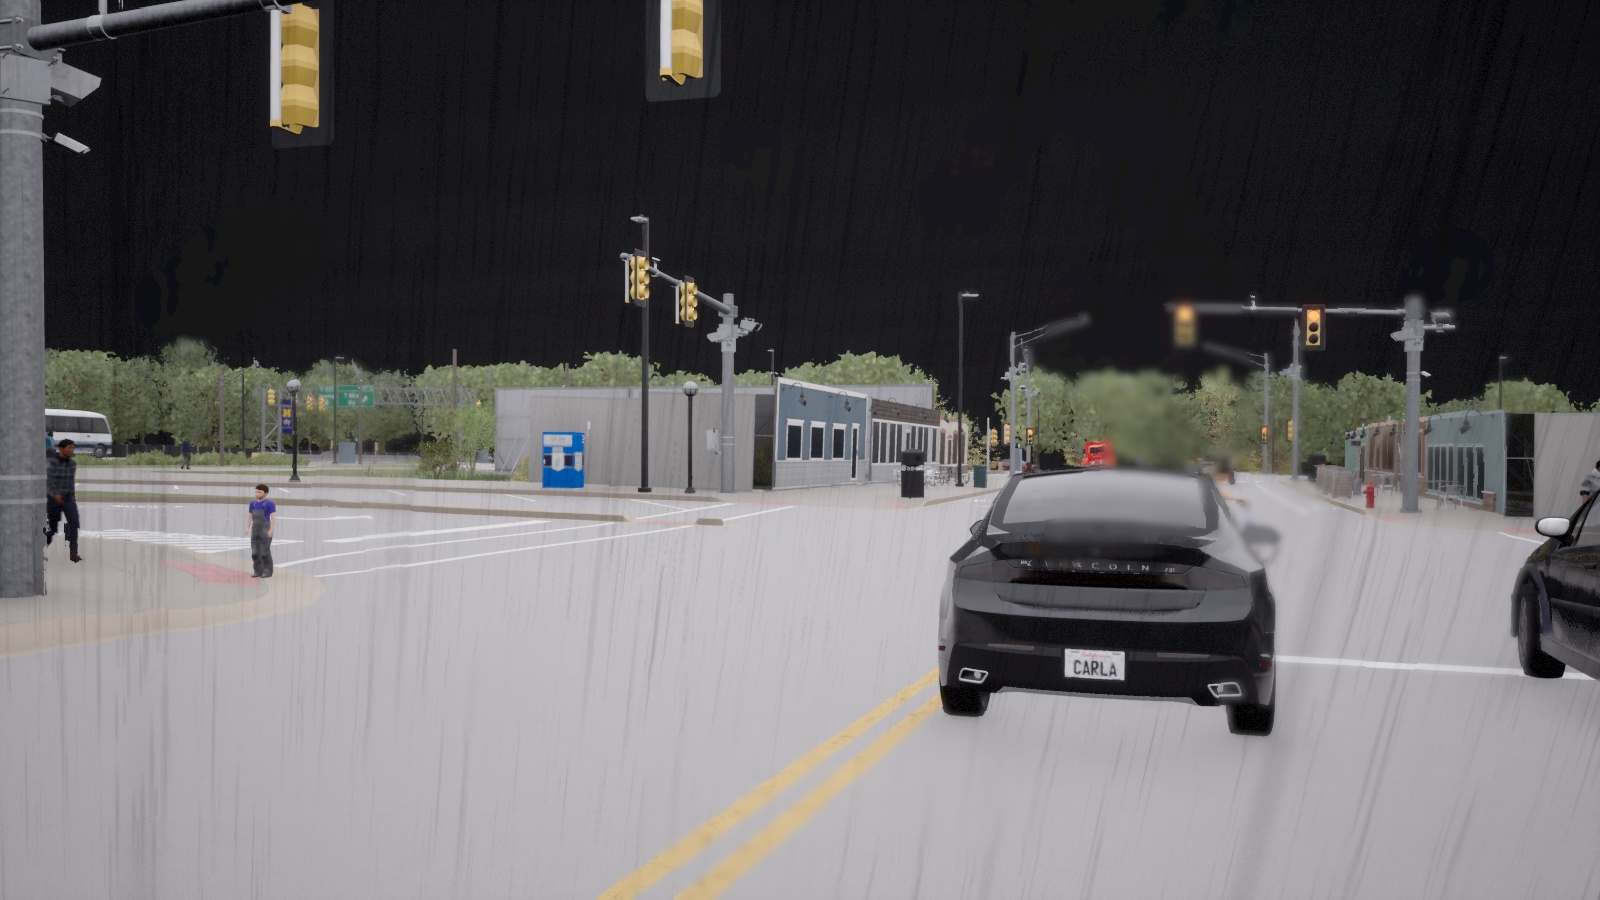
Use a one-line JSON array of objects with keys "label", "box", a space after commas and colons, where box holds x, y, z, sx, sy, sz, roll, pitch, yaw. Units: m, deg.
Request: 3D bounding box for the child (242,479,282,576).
[{"label": "child", "box": [-7.189, 1.024, 16.794, 0.270, 1.263, 0.437, 1, 1, 16]}]

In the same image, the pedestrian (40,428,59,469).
[{"label": "pedestrian", "box": [-35.597, -0.057, 59.552, 0.396, 1.930, 0.692, 1, 1, 17]}]

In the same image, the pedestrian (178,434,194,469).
[{"label": "pedestrian", "box": [-33.069, 0.088, 67.620, 0.402, 1.842, 0.726, 1, 1, 20]}]

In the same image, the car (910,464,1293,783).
[{"label": "car", "box": [2.155, 0.886, 8.577, 1.837, 1.490, 4.892, 1, -1, 17]}]

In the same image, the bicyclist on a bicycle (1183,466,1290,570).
[{"label": "bicyclist on a bicycle", "box": [7.077, 1.084, 20.427, 1.509, 1.612, 0.866, 1, 0, 11]}]

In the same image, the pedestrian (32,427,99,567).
[{"label": "pedestrian", "box": [-10.472, 0.654, 17.915, 0.788, 1.949, 0.423, 1, 1, 21]}]

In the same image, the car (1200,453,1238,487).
[{"label": "car", "box": [23.680, 1.097, 71.104, 1.932, 1.855, 4.605, 1, 0, 17]}]

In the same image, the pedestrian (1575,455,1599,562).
[{"label": "pedestrian", "box": [14.891, 1.072, 23.316, 0.659, 1.952, 0.873, 1, 1, 19]}]

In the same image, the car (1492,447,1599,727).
[{"label": "car", "box": [5.806, 0.822, 7.885, 1.851, 1.617, 3.988, 1, -1, 18]}]
